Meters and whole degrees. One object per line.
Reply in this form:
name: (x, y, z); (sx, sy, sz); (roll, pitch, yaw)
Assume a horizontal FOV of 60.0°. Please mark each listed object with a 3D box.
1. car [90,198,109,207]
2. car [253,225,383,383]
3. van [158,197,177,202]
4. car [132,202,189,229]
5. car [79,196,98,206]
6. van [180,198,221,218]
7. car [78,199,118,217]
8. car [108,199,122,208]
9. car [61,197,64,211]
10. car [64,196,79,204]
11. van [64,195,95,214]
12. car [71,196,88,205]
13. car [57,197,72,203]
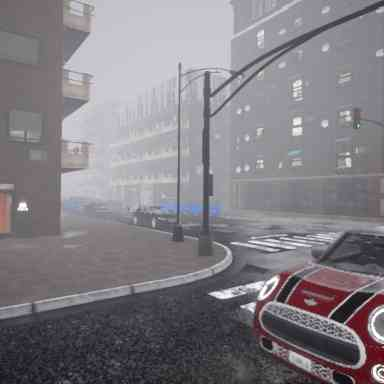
car: (-14.979, 1.730, 53.712); (1.802, 1.307, 4.206); (1, -1, -35)
car: (3.070, 1.352, 5.137); (4.553, 1.767, 2.097); (0, 0, -36)
van: (-2.268, 1.450, 35.297); (1.690, 1.788, 3.998); (1, -1, -35)
car: (-2.400, 1.540, 21.611); (2.008, 1.369, 4.403); (1, -1, -35)
car: (-18.155, 1.597, 58.318); (1.967, 1.590, 4.097); (1, -1, -35)
van: (0.909, 1.439, 30.692); (1.690, 1.788, 3.998); (1, -1, -35)
car: (-8.756, 1.592, 30.820); (1.802, 1.307, 4.206); (1, -1, -35)
car: (-11.802, 1.683, 49.109); (1.887, 1.381, 4.507); (1, -1, -35)
car: (-15.110, 1.581, 40.029); (2.008, 1.369, 4.403); (1, -1, -35)
car: (-24.510, 1.614, 67.527); (1.967, 1.590, 4.097); (1, -1, -35)
van: (-11.931, 1.361, 35.426); (1.690, 1.788, 3.998); (1, -1, -35)
car: (-21.333, 1.606, 62.922); (1.967, 1.590, 4.097); (1, -1, -35)
car: (-27.689, 1.727, 72.131); (1.887, 1.381, 4.507); (1, -1, -35)
